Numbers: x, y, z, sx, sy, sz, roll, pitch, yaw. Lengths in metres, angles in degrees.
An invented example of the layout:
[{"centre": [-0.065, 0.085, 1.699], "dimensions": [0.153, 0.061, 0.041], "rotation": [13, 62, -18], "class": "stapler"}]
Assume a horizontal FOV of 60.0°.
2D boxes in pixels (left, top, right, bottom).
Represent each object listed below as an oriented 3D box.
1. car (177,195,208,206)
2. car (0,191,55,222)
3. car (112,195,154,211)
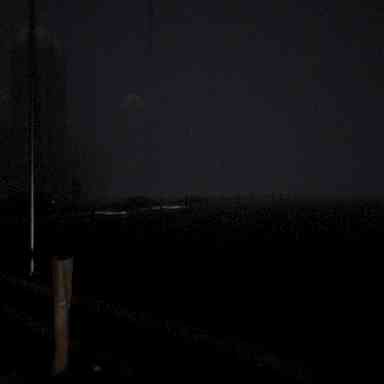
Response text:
[{"centre": [0.134, 1.051, 43.139], "dimensions": [1.895, 1.301, 4.718], "rotation": [1, 1, 35], "class": "car"}, {"centre": [-12.980, 0.994, 24.549], "dimensions": [2.150, 2.045, 5.566], "rotation": [1, 1, 35], "class": "car"}, {"centre": [-6.061, 1.078, 34.364], "dimensions": [1.882, 1.535, 5.008], "rotation": [1, 1, 35], "class": "car"}]
